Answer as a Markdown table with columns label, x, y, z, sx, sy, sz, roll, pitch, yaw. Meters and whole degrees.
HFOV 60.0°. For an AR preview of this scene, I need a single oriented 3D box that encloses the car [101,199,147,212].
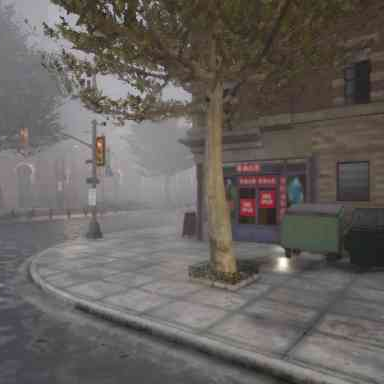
| label | x | y | z | sx | sy | sz | roll | pitch | yaw |
| --- | --- | --- | --- | --- | --- | --- | --- | --- | --- |
| car | -7.731 | 1.543 | 39.716 | 2.033 | 1.411 | 5.357 | 0 | 0 | 36 |

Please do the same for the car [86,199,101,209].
| label | x | y | z | sx | sy | sz | roll | pitch | yaw |
| --- | --- | --- | --- | --- | --- | --- | --- | --- | --- |
| car | -12.005 | 1.589 | 45.138 | 1.895 | 1.301 | 4.718 | 0 | 0 | 36 |
